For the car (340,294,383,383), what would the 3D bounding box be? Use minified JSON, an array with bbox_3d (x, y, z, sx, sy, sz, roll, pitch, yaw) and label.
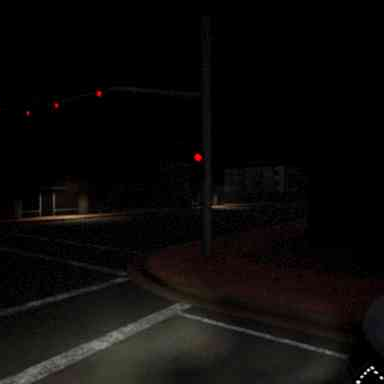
[{"bbox_3d":[3.647,1.214,1.395,5.566,2.045,2.150,0,0,36],"label":"car"}]
